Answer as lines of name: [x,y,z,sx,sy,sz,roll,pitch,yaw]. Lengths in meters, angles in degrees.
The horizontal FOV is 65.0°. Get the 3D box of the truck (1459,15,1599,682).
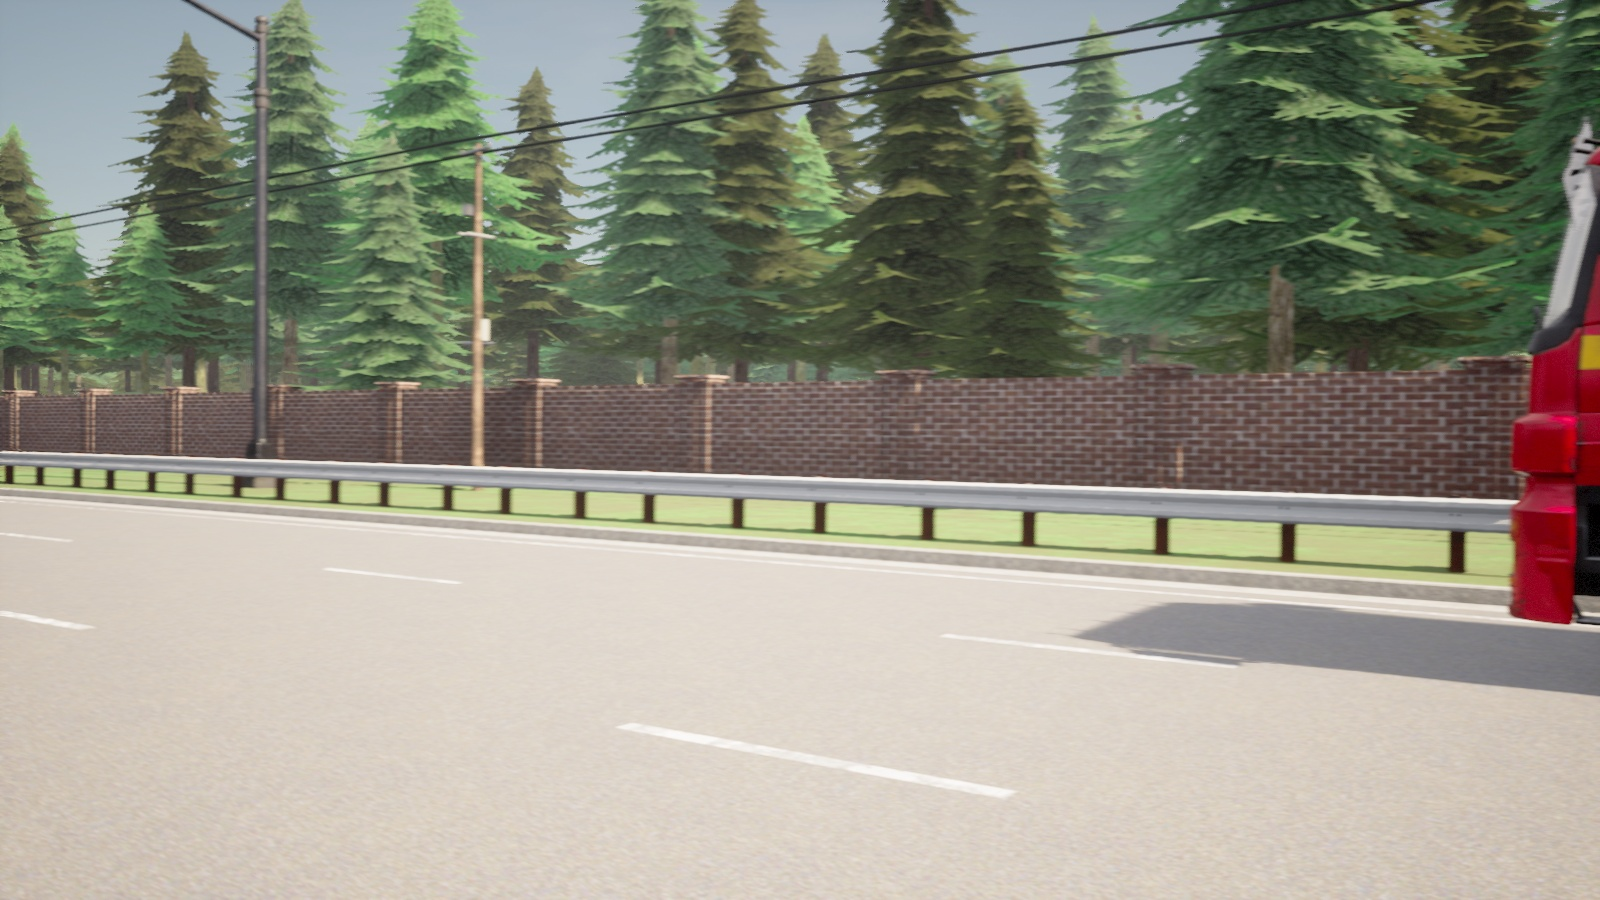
truck: [8.325,-0.597,6.473,8.468,3.827,2.891,0,1,34]
